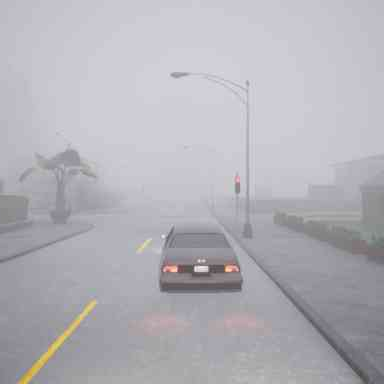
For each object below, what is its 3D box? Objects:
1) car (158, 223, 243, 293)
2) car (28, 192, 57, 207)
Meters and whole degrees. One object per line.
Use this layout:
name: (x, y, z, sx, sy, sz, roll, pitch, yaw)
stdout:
car: (0.114, 1.547, 8.989, 2.033, 1.411, 5.357, 0, 0, -2)
car: (-19.758, 0.985, 43.904, 1.905, 1.878, 3.866, 0, 0, 35)
